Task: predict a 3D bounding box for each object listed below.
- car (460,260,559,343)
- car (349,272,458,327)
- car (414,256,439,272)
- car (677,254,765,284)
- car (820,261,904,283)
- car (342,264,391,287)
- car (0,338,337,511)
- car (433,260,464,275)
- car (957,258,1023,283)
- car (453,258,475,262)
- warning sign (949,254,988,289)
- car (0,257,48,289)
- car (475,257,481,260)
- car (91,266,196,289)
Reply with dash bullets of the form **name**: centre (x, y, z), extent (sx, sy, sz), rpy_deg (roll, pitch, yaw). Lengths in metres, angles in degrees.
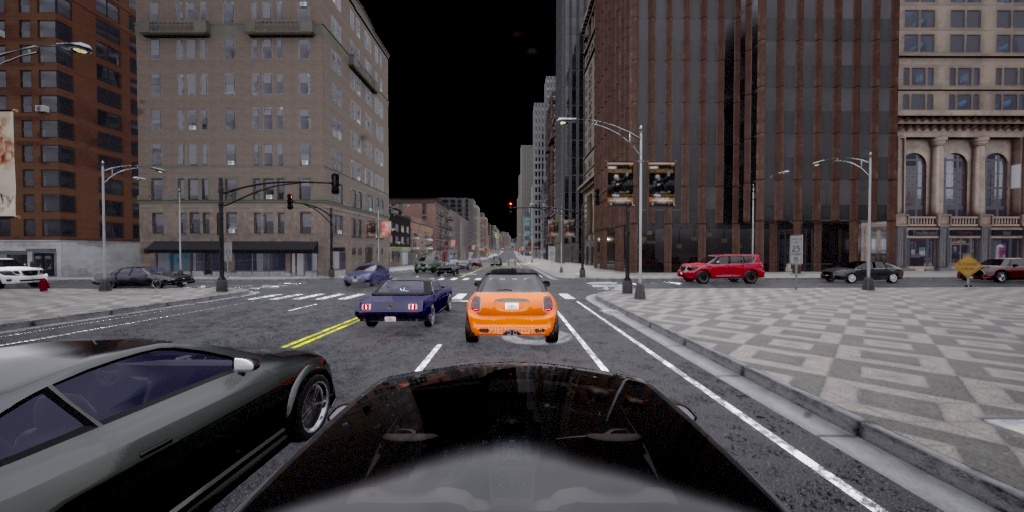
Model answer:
- **car**: centre (0.008, 1.101, 9.874), extent (2.097, 1.767, 4.553), rpy_deg (0, 0, 0)
- **car**: centre (-3.152, 1.350, 11.525), extent (1.895, 1.301, 4.718), rpy_deg (0, 0, 0)
- **car**: centre (-9.869, 0.989, 42.347), extent (2.150, 2.045, 5.566), rpy_deg (0, 0, 0)
- **car**: centre (14.833, 0.875, 25.549), extent (5.566, 2.045, 2.150), rpy_deg (0, 1, 0)
- **car**: centre (24.888, 1.119, 25.588), extent (4.892, 1.490, 1.837), rpy_deg (0, 1, 0)
- **car**: centre (-9.857, 1.281, 24.830), extent (1.812, 1.442, 4.674), rpy_deg (0, 0, 0)
- **car**: centre (-3.158, 1.314, 2.705), extent (1.994, 1.385, 4.181), rpy_deg (0, 0, 1)
- **car**: centre (-6.600, 1.367, 37.548), extent (1.895, 1.301, 4.718), rpy_deg (0, 0, -1)
- **car**: centre (35.007, 0.926, 25.621), extent (4.553, 1.767, 2.097), rpy_deg (0, 1, 0)
- **car**: centre (-6.614, 1.277, 49.850), extent (1.837, 1.490, 4.892), rpy_deg (0, 1, 0)
- **warning sign**: centre (25.173, 0.827, 19.787), extent (1.060, 1.860, 1.300), rpy_deg (0, 0, 0)
- **car**: centre (-34.306, 1.105, 23.585), extent (5.566, 2.045, 2.150), rpy_deg (0, 1, 0)
- **car**: centre (-6.578, 1.132, 64.656), extent (2.097, 1.767, 4.553), rpy_deg (0, 0, 0)
- **car**: centre (-24.114, 1.397, 23.532), extent (5.357, 1.411, 2.033), rpy_deg (0, 1, 0)
